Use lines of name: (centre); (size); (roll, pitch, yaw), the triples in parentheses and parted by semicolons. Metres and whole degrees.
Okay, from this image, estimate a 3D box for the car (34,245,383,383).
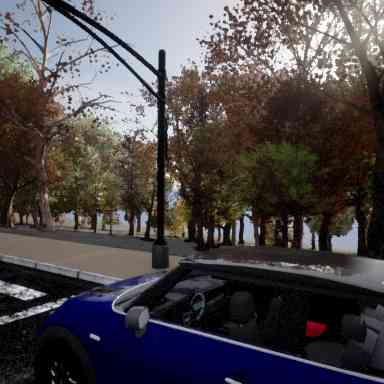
car: (0.452, 1.352, 3.337); (4.553, 1.767, 2.097); (0, 0, 34)
